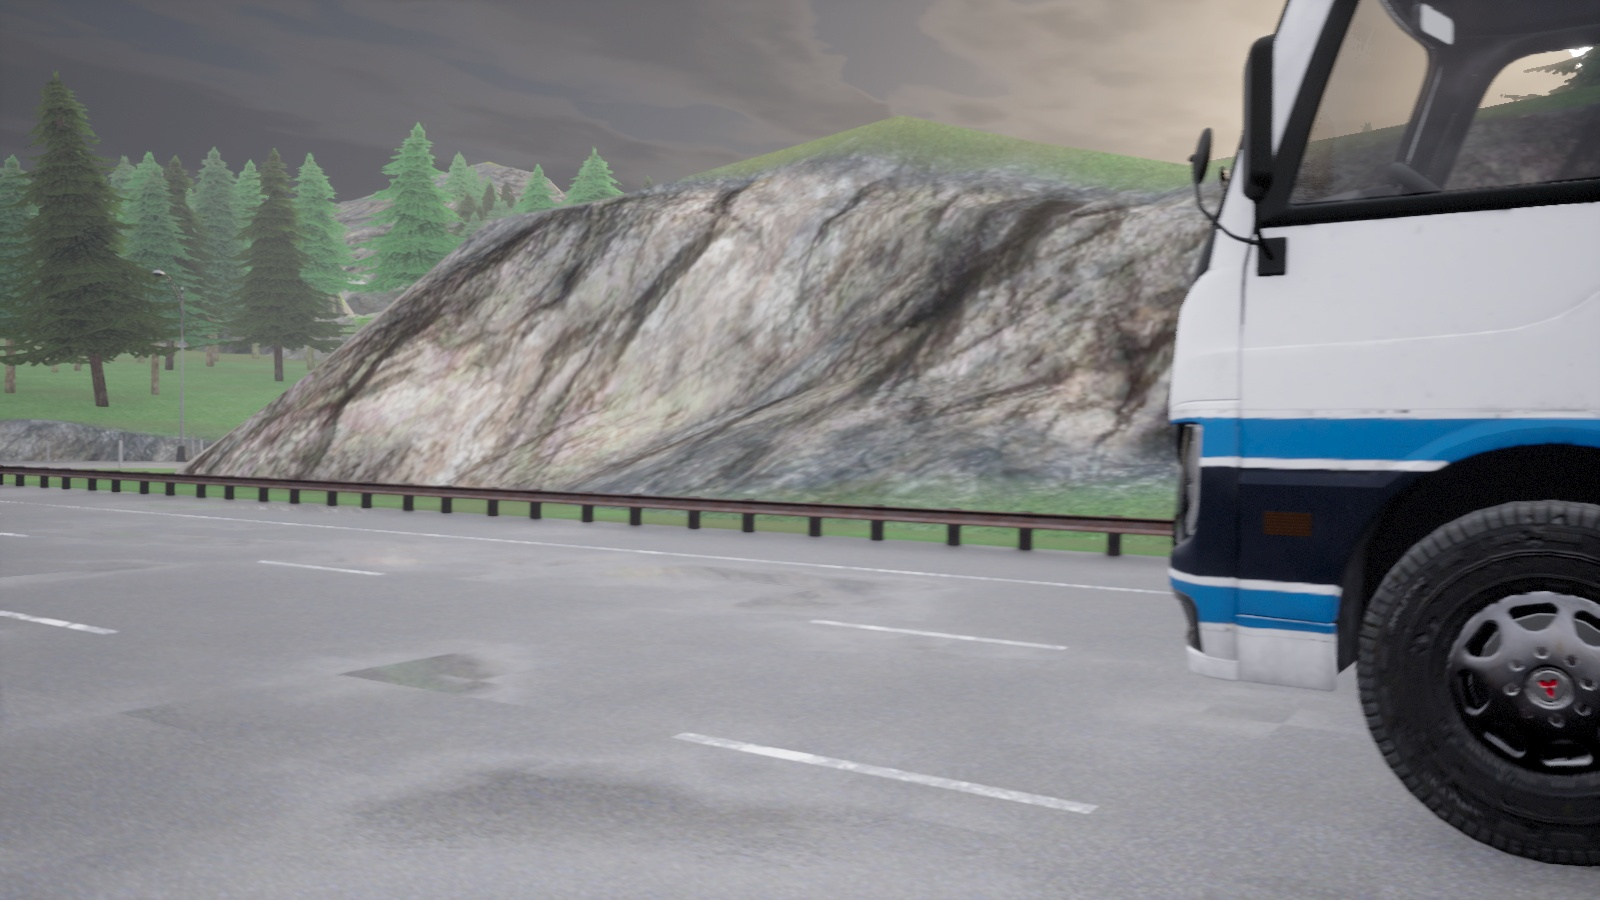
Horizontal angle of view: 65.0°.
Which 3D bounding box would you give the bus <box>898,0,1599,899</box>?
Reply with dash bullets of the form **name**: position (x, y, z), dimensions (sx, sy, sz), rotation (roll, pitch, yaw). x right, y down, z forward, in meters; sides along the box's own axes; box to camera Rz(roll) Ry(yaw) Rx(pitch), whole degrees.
- **bus**: position (5.781, -0.752, 3.957), dimensions (10.273, 4.253, 3.944), rotation (0, 1, 34)
